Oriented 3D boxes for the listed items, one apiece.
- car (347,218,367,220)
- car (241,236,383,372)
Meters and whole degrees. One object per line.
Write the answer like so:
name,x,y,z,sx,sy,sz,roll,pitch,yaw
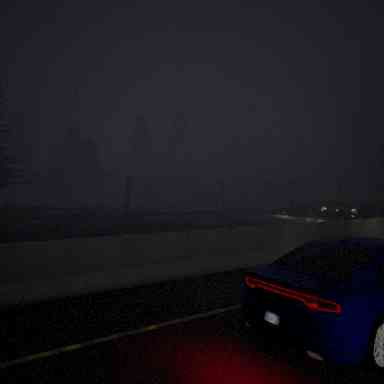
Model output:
car,14.682,1.588,29.029,4.553,1.767,2.097,1,0,-27
car,3.113,1.525,5.780,5.008,1.535,1.882,0,0,-34
